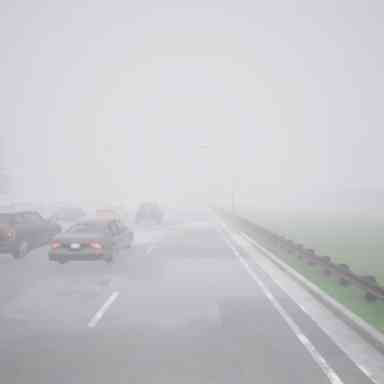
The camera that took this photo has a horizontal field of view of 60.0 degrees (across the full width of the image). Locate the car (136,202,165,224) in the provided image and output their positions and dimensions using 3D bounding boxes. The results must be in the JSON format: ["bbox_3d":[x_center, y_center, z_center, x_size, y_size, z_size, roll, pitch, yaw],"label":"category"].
[{"bbox_3d":[-3.484,1.672,28.402,2.097,1.767,4.553,0,-1,0],"label":"car"}]

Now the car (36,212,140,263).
[{"bbox_3d":[-3.493,1.690,12.486,2.033,1.411,5.357,0,-1,0],"label":"car"}]

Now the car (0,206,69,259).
[{"bbox_3d":[-6.983,1.503,13.402,2.097,1.767,4.553,0,-1,0],"label":"car"}]

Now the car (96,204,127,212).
[{"bbox_3d":[-6.977,1.807,29.210,1.882,1.535,5.008,0,0,0],"label":"car"}]

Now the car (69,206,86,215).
[{"bbox_3d":[-10.484,1.887,28.534,1.994,1.385,4.181,0,-1,1],"label":"car"}]
